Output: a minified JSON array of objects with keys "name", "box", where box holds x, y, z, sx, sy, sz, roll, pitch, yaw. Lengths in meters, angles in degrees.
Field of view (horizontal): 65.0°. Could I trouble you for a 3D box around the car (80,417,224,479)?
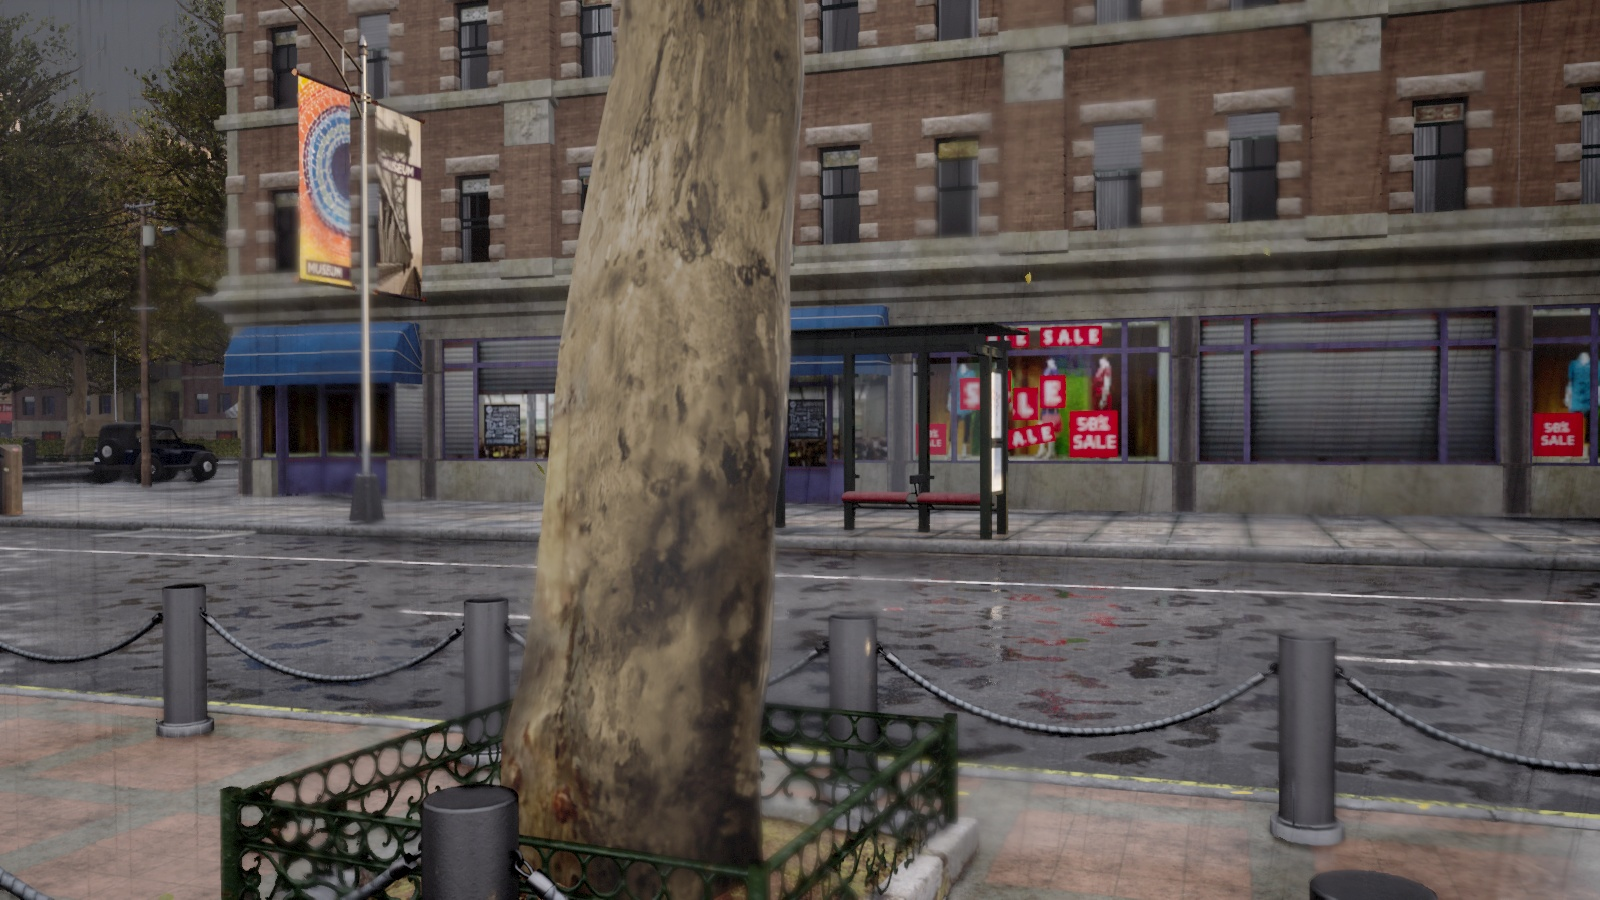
[{"name":"car","box":[-20.632,-0.094,40.174,1.905,1.878,3.866,1,1,18]}]
